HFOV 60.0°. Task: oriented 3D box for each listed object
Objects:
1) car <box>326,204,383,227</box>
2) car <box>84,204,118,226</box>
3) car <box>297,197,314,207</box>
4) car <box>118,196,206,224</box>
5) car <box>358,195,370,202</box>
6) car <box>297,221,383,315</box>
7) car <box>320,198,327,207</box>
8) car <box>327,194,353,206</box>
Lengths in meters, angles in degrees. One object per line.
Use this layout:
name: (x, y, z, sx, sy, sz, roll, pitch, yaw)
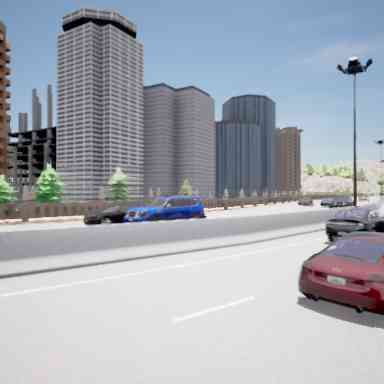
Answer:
car: (7.974, 1.524, 15.563, 4.902, 1.511, 2.128, 0, 0, -45)
car: (-4.894, 1.561, 22.845, 5.008, 1.535, 1.882, 0, 0, -43)
car: (18.796, 1.635, 54.979, 1.837, 1.490, 4.892, 0, 0, 31)
car: (-1.542, 1.292, 21.147, 5.566, 2.045, 2.150, 0, 0, -43)
car: (39.078, 1.400, 75.485, 2.097, 1.767, 4.553, 0, 0, 31)
car: (4.183, 1.579, 7.349, 4.181, 1.385, 1.994, 0, 0, -40)
car: (21.826, 1.665, 53.216, 2.033, 1.411, 5.357, 0, 0, 31)
car: (18.380, 1.308, 40.621, 2.150, 2.045, 5.566, 0, 0, 31)
